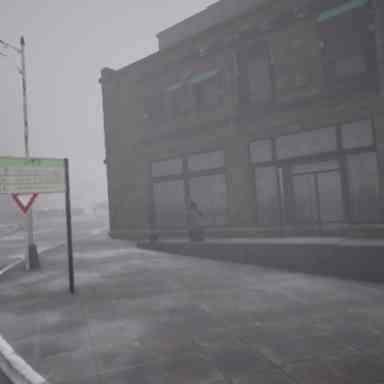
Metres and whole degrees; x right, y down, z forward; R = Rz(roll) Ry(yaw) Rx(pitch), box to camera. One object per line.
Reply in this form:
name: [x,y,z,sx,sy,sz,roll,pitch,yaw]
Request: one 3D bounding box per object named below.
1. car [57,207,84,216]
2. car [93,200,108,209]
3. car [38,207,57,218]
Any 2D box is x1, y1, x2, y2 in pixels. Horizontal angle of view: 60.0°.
car: [-18.715,2.986,52.276,1.895,1.301,4.718,-4,1,7]
car: [-16.537,2.343,62.005,1.837,1.490,4.892,-5,2,18]
car: [-21.908,3.105,51.561,1.882,1.535,5.008,-5,0,4]
